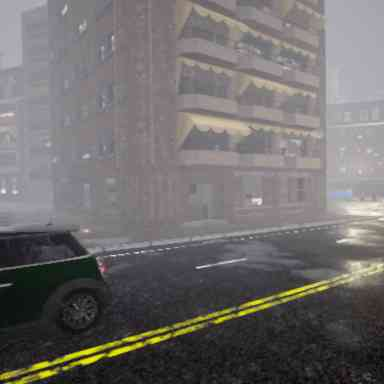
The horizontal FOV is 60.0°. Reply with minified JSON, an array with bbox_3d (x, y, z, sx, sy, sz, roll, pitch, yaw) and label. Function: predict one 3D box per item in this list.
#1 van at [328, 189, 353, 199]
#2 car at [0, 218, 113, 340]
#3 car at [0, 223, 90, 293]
[{"bbox_3d":[26.609,0.346,59.369,3.998,1.788,1.690,0,0,21],"label":"van"},{"bbox_3d":[-3.651,1.368,5.089,4.553,1.767,2.097,-1,0,-35],"label":"car"},{"bbox_3d":[-5.109,1.618,8.019,4.718,1.301,1.895,-1,0,-35],"label":"car"}]
